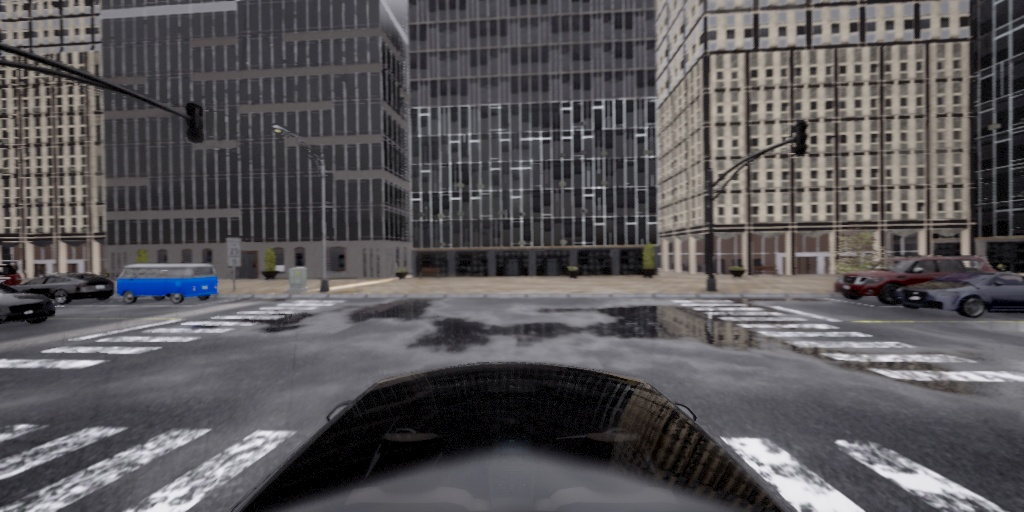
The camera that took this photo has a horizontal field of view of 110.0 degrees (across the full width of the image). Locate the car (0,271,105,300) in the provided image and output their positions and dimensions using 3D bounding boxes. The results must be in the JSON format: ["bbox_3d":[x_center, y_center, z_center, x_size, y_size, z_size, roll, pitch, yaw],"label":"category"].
[{"bbox_3d":[-21.601,1.532,17.171,4.313,1.339,1.948,0,0,4],"label":"car"}]

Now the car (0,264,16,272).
[{"bbox_3d":[-27.110,1.333,17.558,5.009,1.841,2.192,0,0,4],"label":"car"}]

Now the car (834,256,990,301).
[{"bbox_3d":[16.217,0.942,14.514,5.009,1.841,2.192,0,0,4],"label":"car"}]

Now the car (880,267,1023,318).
[{"bbox_3d":[15.559,1.217,11.957,4.181,1.385,1.994,-1,0,4],"label":"car"}]

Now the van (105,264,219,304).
[{"bbox_3d":[-16.092,1.256,16.784,3.998,1.789,1.690,0,0,4],"label":"van"}]

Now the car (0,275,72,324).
[{"bbox_3d":[-17.077,1.474,11.040,4.892,1.490,1.837,0,0,4],"label":"car"}]
